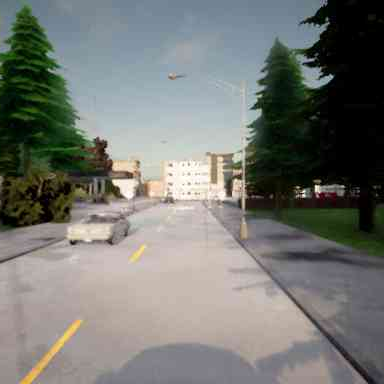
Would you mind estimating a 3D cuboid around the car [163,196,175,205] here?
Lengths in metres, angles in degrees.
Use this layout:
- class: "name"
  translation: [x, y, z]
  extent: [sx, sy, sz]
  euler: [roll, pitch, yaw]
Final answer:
- class: "car"
  translation: [-4.080, 1.504, 60.667]
  extent: [1.837, 1.490, 4.892]
  euler: [0, 0, 1]

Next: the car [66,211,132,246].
- class: "car"
  translation: [-4.100, 1.599, 15.330]
  extent: [1.895, 1.301, 4.718]
  euler: [0, 0, 0]

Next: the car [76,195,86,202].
- class: "car"
  translation: [-23.948, 1.401, 71.025]
  extent: [1.845, 1.501, 3.633]
  euler: [0, 0, 0]
